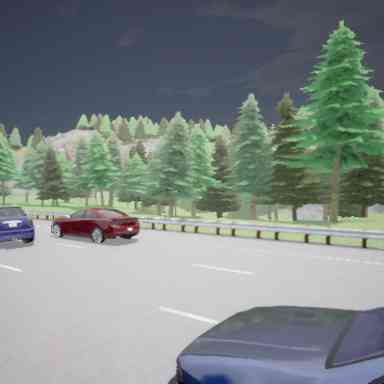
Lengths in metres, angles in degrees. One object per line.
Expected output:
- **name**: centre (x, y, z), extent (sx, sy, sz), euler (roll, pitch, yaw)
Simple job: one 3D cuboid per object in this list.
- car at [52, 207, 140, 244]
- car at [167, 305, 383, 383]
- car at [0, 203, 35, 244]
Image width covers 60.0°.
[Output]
- **car**: centre (-4.719, 1.478, 15.952), extent (5.008, 1.535, 1.882), euler (0, 0, 35)
- **car**: centre (2.376, 1.548, 2.292), extent (5.357, 1.411, 2.033), euler (0, 0, 36)
- **car**: centre (-8.973, 1.352, 14.686), extent (4.553, 1.767, 2.097), euler (0, 0, 35)
